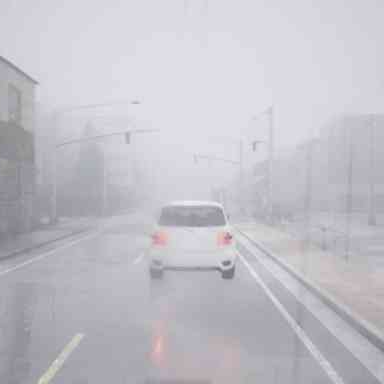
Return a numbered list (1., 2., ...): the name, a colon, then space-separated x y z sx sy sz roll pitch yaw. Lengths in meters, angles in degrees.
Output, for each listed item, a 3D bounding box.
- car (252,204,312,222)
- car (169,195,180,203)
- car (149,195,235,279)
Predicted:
1. car: 7.424 1.726 27.586 4.902 1.511 2.128 0 -1 -9
2. car: -3.758 1.469 70.595 2.097 1.767 4.553 0 0 0
3. car: 0.017 1.241 10.244 2.150 2.045 5.566 0 0 0
